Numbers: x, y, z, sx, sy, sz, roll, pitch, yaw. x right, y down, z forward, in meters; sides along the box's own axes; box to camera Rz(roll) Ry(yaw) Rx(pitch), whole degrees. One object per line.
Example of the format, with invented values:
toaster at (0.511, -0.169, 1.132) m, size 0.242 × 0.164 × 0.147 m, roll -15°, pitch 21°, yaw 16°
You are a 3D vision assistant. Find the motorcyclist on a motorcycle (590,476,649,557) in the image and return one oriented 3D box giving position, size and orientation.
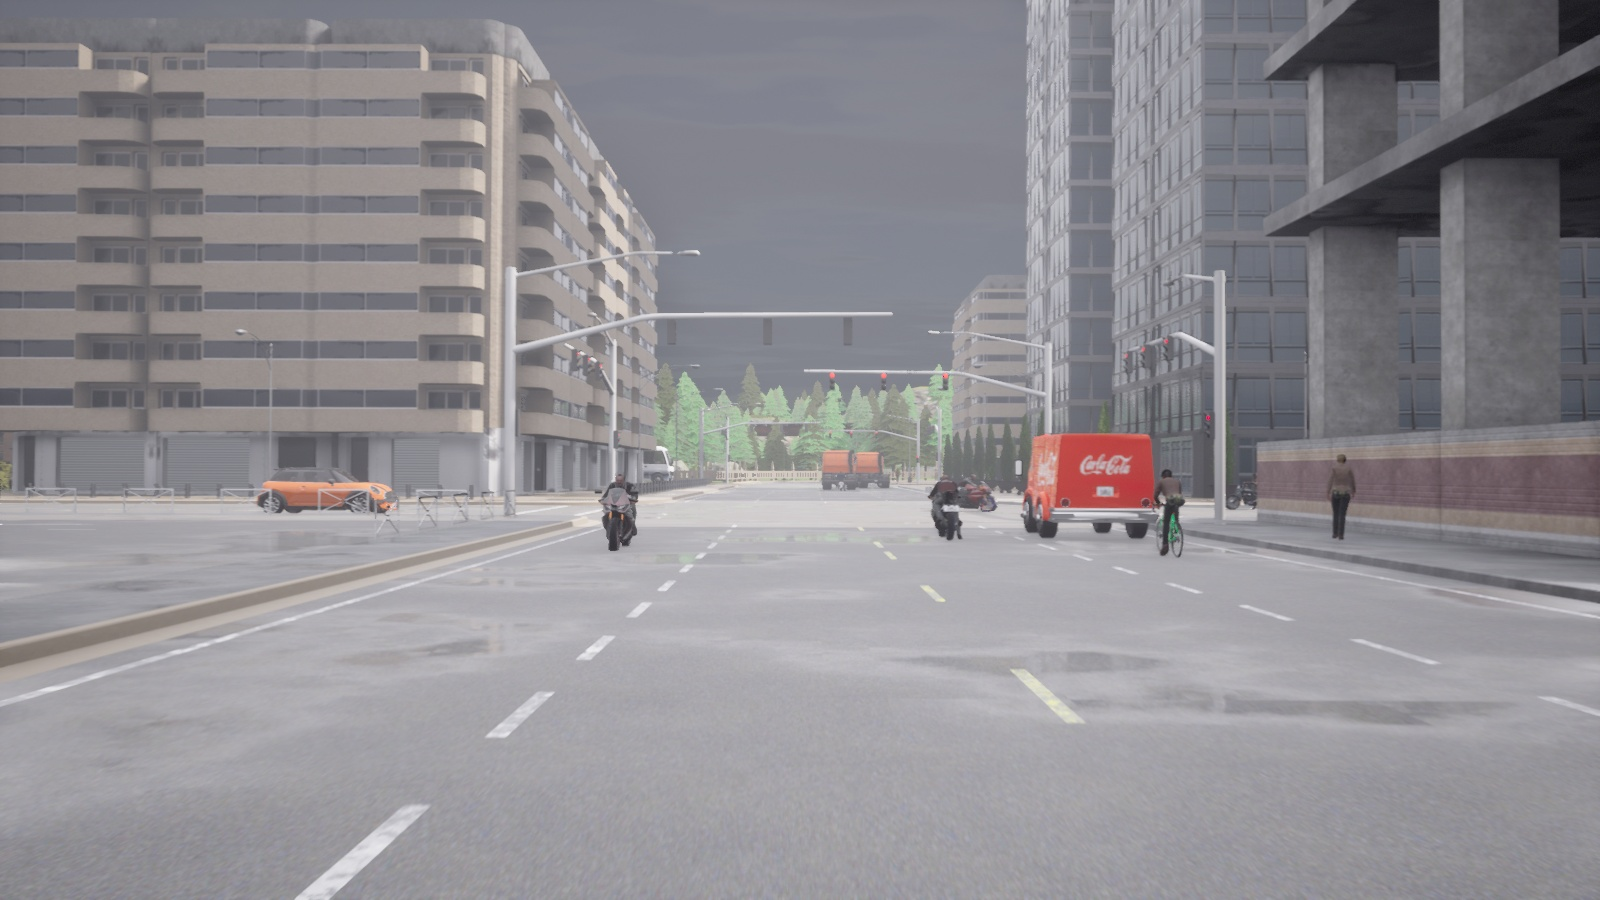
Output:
motorcyclist on a motorcycle at (-3.561, 1.282, 24.995) m, size 0.866 × 1.530 × 2.191 m, roll 0°, pitch -1°, yaw 0°

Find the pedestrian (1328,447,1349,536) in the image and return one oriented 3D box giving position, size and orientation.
pedestrian at (11.288, 0.865, 26.318) m, size 0.331 × 1.846 × 0.634 m, roll -1°, pitch -1°, yaw 19°

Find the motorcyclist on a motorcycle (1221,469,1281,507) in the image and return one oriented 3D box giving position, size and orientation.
motorcyclist on a motorcycle at (19.681, 1.659, 54.820) m, size 2.350 × 1.649 × 0.766 m, roll 0°, pitch -1°, yaw 0°

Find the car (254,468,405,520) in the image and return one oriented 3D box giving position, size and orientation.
car at (-16.557, 1.537, 44.357) m, size 4.553 × 1.767 × 2.097 m, roll 0°, pitch -1°, yaw 0°

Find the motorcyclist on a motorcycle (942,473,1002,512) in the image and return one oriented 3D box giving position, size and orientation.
motorcyclist on a motorcycle at (6.789, 1.682, 49.720) m, size 2.191 × 1.530 × 0.866 m, roll -1°, pitch -2°, yaw 32°

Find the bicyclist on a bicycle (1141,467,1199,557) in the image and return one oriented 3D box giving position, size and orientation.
bicyclist on a bicycle at (6.942, 1.135, 23.619) m, size 0.582 × 1.620 × 1.656 m, roll 0°, pitch -1°, yaw 0°

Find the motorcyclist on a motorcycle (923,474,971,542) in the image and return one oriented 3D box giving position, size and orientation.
motorcyclist on a motorcycle at (3.427, 1.329, 29.472) m, size 0.866 × 1.530 × 2.191 m, roll 0°, pitch -1°, yaw 0°

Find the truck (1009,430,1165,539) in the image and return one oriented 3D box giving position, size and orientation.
truck at (6.922, 0.819, 31.016) m, size 2.627 × 2.467 × 5.204 m, roll 0°, pitch -1°, yaw 0°
